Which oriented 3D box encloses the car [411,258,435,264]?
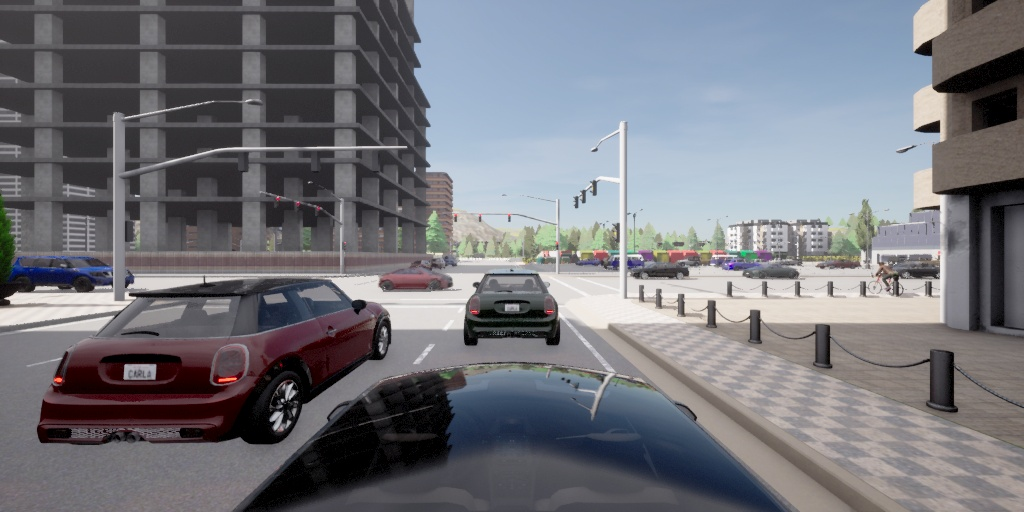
[{"bbox_3d":[-11.366,1.228,44.752,1.882,1.535,5.008,0,0,0],"label":"car"}]

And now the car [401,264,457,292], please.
[{"bbox_3d":[-5.586,1.340,20.990,4.181,1.385,1.994,0,0,0],"label":"car"}]

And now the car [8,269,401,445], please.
[{"bbox_3d":[-3.483,1.102,5.471,2.097,1.767,4.553,0,0,0],"label":"car"}]

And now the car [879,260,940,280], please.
[{"bbox_3d":[35.627,1.311,31.969,4.892,1.490,1.837,0,0,0],"label":"car"}]

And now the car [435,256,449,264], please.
[{"bbox_3d":[-11.467,1.102,54.509,2.097,1.767,4.553,0,0,-1],"label":"car"}]

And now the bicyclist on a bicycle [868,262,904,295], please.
[{"bbox_3d":[18.070,1.106,17.374,0.582,1.620,1.656,0,0,0],"label":"bicyclist on a bicycle"}]

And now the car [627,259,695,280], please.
[{"bbox_3d":[13.039,1.283,31.820,5.008,1.535,1.882,0,0,0],"label":"car"}]

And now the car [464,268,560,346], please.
[{"bbox_3d":[-0.020,1.102,9.605,2.097,1.767,4.553,0,0,-1],"label":"car"}]

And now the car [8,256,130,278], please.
[{"bbox_3d":[-25.512,1.023,20.839,5.566,2.045,2.150,0,0,0],"label":"car"}]

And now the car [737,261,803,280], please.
[{"bbox_3d":[22.953,1.369,31.887,4.181,1.385,1.994,0,0,0],"label":"car"}]
